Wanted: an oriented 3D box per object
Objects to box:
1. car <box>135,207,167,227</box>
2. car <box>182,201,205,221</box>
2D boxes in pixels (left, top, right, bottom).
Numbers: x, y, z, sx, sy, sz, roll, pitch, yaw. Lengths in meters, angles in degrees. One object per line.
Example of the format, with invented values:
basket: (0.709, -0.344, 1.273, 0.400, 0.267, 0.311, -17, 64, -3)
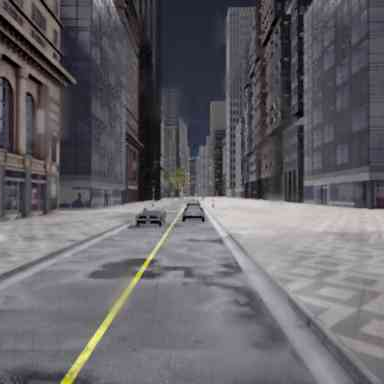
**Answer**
car: (-2.946, 1.770, 24.551, 1.895, 1.301, 4.718, 0, 0, 0)
car: (0.147, 1.773, 29.548, 1.994, 1.385, 4.181, 0, 0, 0)
